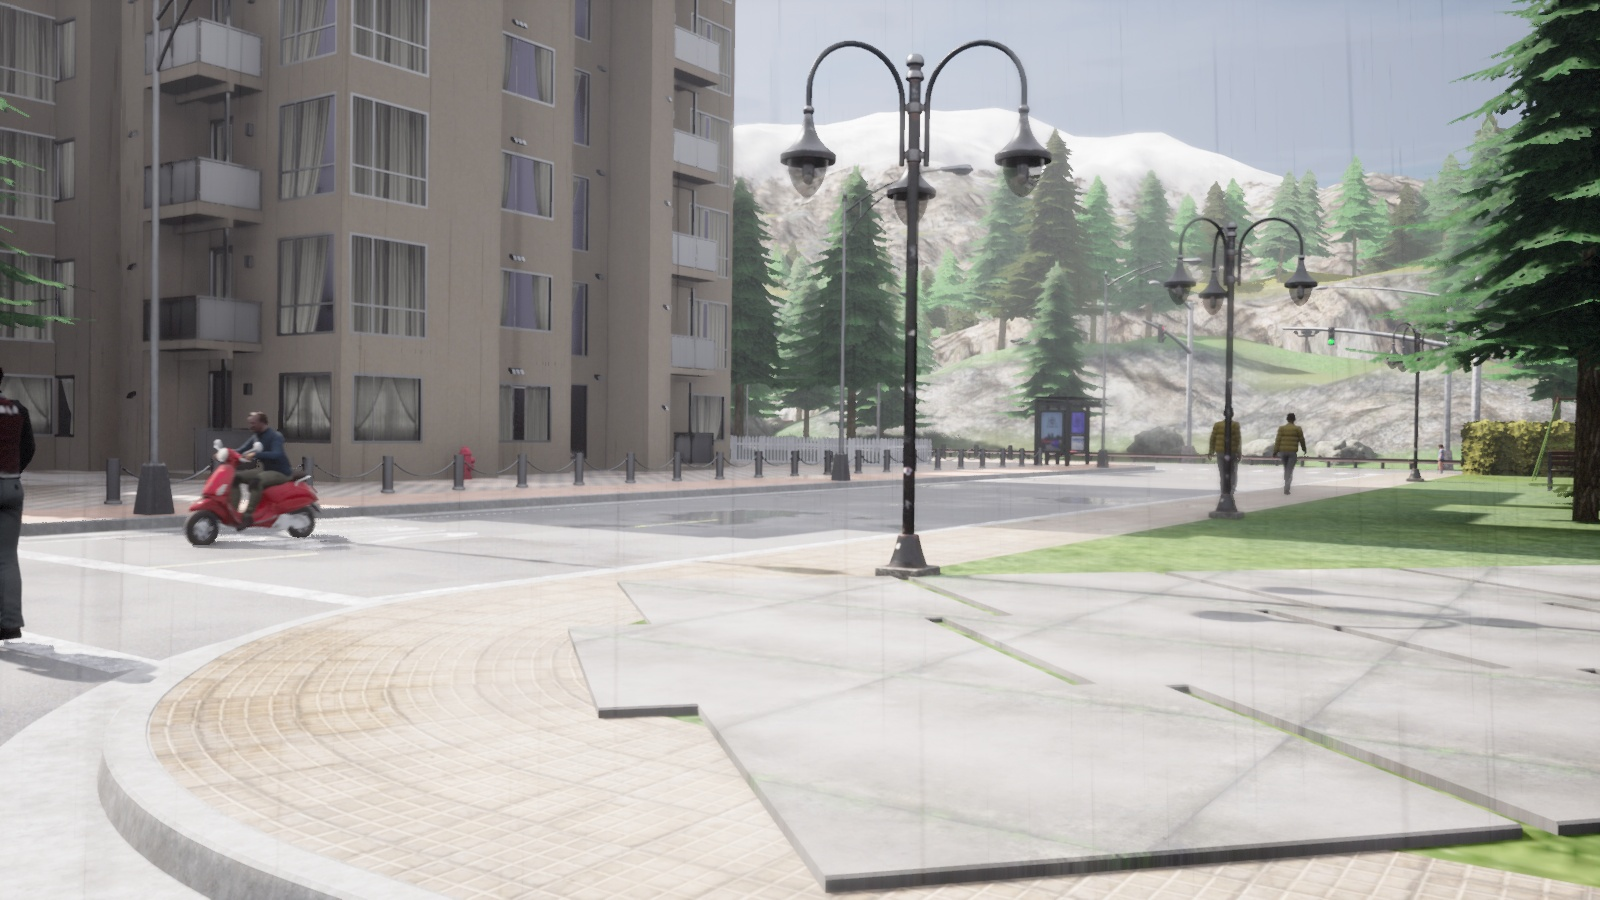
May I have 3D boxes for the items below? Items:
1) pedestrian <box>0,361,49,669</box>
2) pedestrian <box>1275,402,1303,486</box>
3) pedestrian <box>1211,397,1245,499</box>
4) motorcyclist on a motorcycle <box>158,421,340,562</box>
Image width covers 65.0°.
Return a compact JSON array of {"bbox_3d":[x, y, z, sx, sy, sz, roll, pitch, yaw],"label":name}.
[{"bbox_3d":[-5.259,0.405,8.118,0.666,1.930,0.402,0,1,30],"label":"pedestrian"},{"bbox_3d":[10.822,-0.132,27.770,0.431,1.840,0.709,0,1,34],"label":"pedestrian"},{"bbox_3d":[7.890,-0.041,23.128,0.431,1.840,0.709,0,1,32],"label":"pedestrian"},{"bbox_3d":[-6.640,0.452,15.218,0.866,1.590,1.817,1,2,33],"label":"motorcyclist on a motorcycle"}]
